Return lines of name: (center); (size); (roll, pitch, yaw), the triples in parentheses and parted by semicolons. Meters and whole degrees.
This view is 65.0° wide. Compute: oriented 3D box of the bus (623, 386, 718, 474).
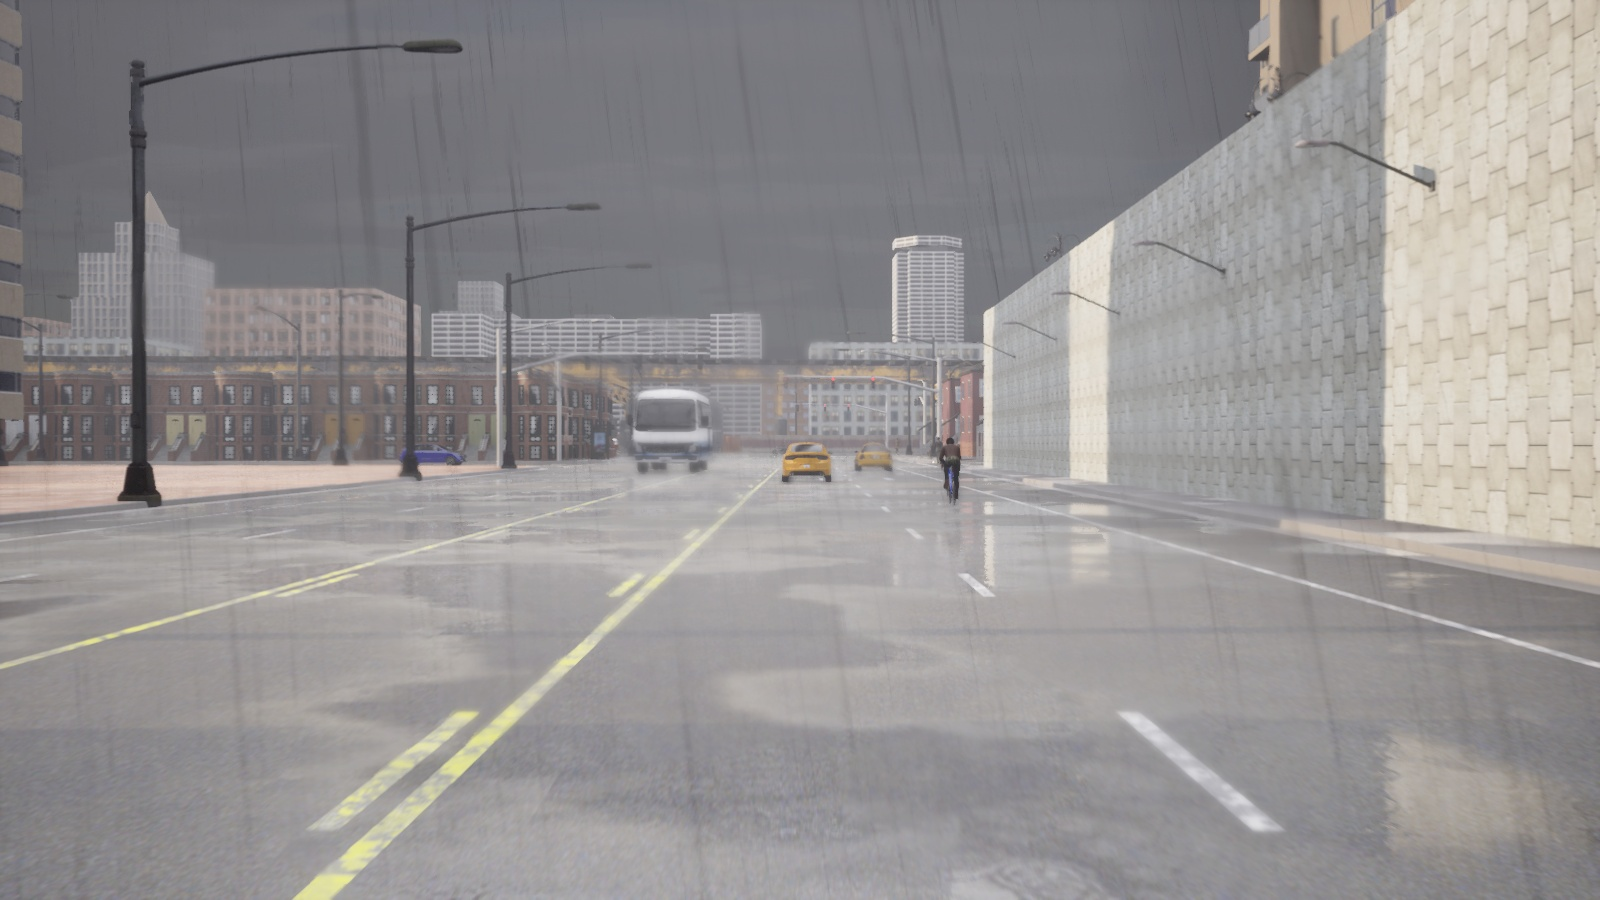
bus: (-6.649, -1.009, 66.362); (3.944, 4.253, 10.273); (0, 0, 0)

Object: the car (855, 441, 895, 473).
car: (3.844, 0.321, 65.181); (1.801, 1.575, 5.366); (0, 0, 0)

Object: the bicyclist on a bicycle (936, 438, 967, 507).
bicyclist on a bicycle: (3.669, 0.530, 30.490); (0.582, 1.620, 1.656); (0, 0, 0)

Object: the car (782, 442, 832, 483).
car: (0.266, 0.442, 49.696); (1.882, 1.535, 5.008); (0, 0, 0)

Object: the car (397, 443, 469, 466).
car: (-23.903, 0.279, 81.908); (4.193, 1.474, 1.816); (0, 0, 0)
